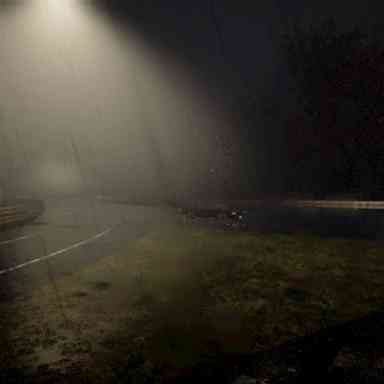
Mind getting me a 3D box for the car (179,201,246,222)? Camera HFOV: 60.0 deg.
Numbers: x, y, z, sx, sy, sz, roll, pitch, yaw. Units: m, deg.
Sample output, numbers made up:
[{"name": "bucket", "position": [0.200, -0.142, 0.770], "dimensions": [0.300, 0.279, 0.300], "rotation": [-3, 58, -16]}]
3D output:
[{"name": "car", "position": [1.485, 1.435, 25.918], "dimensions": [5.357, 1.411, 2.033], "rotation": [0, 0, 39]}]
